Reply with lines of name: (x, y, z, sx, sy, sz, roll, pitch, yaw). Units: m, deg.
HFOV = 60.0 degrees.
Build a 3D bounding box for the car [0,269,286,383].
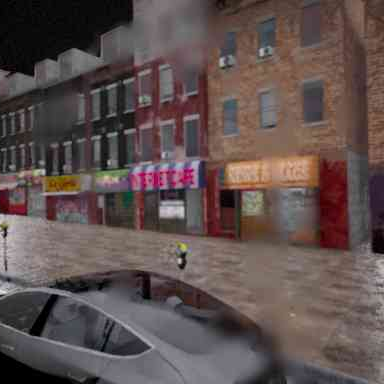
car: (-1.147, 1.546, 3.662, 4.313, 1.339, 1.947, 1, -2, 36)
